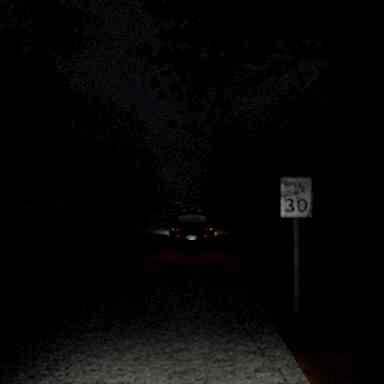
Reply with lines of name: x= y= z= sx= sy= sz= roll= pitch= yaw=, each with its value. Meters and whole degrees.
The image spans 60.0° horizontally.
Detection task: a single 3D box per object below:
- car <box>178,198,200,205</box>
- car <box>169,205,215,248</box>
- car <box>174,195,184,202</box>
car: x=-0.005 y=1.567 z=29.653 sx=2.033 sy=1.411 sz=5.357 roll=0 pitch=0 yaw=0
car: x=0.000 y=1.533 z=14.650 sx=1.812 sy=1.442 sz=4.674 roll=0 pitch=0 yaw=0
car: x=-2.974 y=1.413 z=76.743 sx=2.097 sy=1.767 sz=4.553 roll=0 pitch=-1 yaw=0
